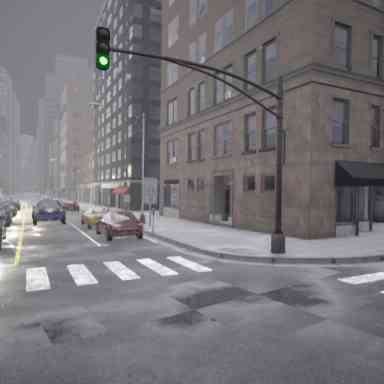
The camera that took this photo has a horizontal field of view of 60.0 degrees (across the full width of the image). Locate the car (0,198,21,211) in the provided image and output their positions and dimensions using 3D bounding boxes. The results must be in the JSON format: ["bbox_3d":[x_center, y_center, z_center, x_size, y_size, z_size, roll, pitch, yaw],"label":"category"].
[{"bbox_3d":[-17.044,1.508,30.437,2.033,1.411,5.357,1,0,-26],"label":"car"}]

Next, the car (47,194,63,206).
[{"bbox_3d":[-23.250,1.343,56.510,2.192,1.841,5.009,0,0,-26],"label":"car"}]

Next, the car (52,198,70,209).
[{"bbox_3d":[-18.350,1.563,46.519,1.887,1.381,4.507,0,0,-26],"label":"car"}]

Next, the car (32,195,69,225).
[{"bbox_3d":[-10.527,1.336,24.333,2.097,1.767,4.553,1,0,-26],"label":"car"}]

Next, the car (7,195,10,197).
[{"bbox_3d":[-33.347,1.402,57.739,1.967,1.590,4.097,0,0,-26],"label":"car"}]

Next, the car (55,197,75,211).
[{"bbox_3d":[-15.900,1.454,41.523,1.967,1.590,4.097,0,0,-26],"label":"car"}]

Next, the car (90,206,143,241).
[{"bbox_3d":[-3.652,1.589,16.549,1.802,1.307,4.206,0,0,-26],"label":"car"}]

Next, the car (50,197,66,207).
[{"bbox_3d":[-20.799,1.574,51.514,2.008,1.369,4.403,0,0,-26],"label":"car"}]

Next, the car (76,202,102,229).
[{"bbox_3d":[-6.177,1.532,21.696,1.752,1.417,4.829,0,0,-26],"label":"car"}]

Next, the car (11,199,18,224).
[{"bbox_3d":[-12.728,1.449,21.566,2.128,1.511,4.902,1,0,-26],"label":"car"}]

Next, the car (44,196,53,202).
[{"bbox_3d":[-33.122,1.562,76.645,1.752,1.417,4.829,0,0,-26],"label":"car"}]

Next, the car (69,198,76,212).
[{"bbox_3d":[-13.450,1.555,36.529,1.887,1.381,4.507,0,0,-26],"label":"car"}]

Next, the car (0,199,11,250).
[{"bbox_3d":[-8.711,1.310,13.364,2.097,1.767,4.553,1,0,-26],"label":"car"}]

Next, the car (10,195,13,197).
[{"bbox_3d":[-38.247,1.406,67.733,1.967,1.590,4.097,0,0,-26],"label":"car"}]

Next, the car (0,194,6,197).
[{"bbox_3d":[-28.447,1.268,47.745,2.192,1.841,5.009,0,0,-26],"label":"car"}]
